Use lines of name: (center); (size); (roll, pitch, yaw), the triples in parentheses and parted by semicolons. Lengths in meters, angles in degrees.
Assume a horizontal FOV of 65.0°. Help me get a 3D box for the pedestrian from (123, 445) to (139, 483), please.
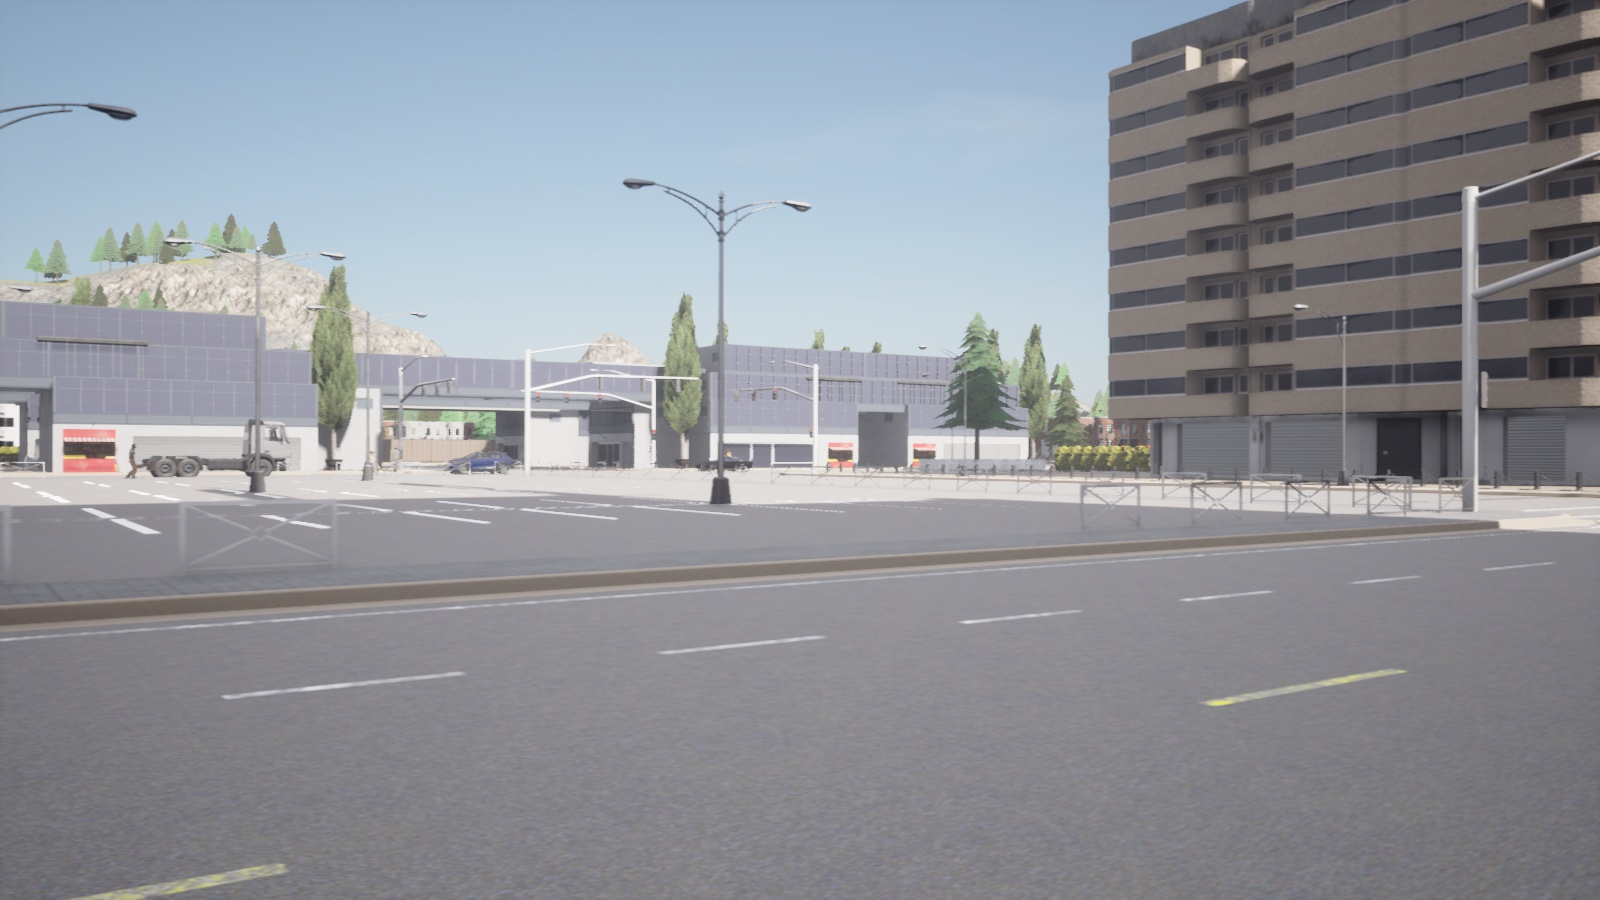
pedestrian: (-34.119, 0.686, 64.059); (0.692, 1.930, 0.395); (0, 0, -19)

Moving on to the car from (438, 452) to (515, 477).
car: (-22.714, 0.995, 88.274); (4.856, 1.649, 2.033); (0, 0, -35)

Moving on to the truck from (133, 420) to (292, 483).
truck: (-33.828, 0.067, 72.425); (7.936, 3.462, 2.891); (0, 0, -33)
